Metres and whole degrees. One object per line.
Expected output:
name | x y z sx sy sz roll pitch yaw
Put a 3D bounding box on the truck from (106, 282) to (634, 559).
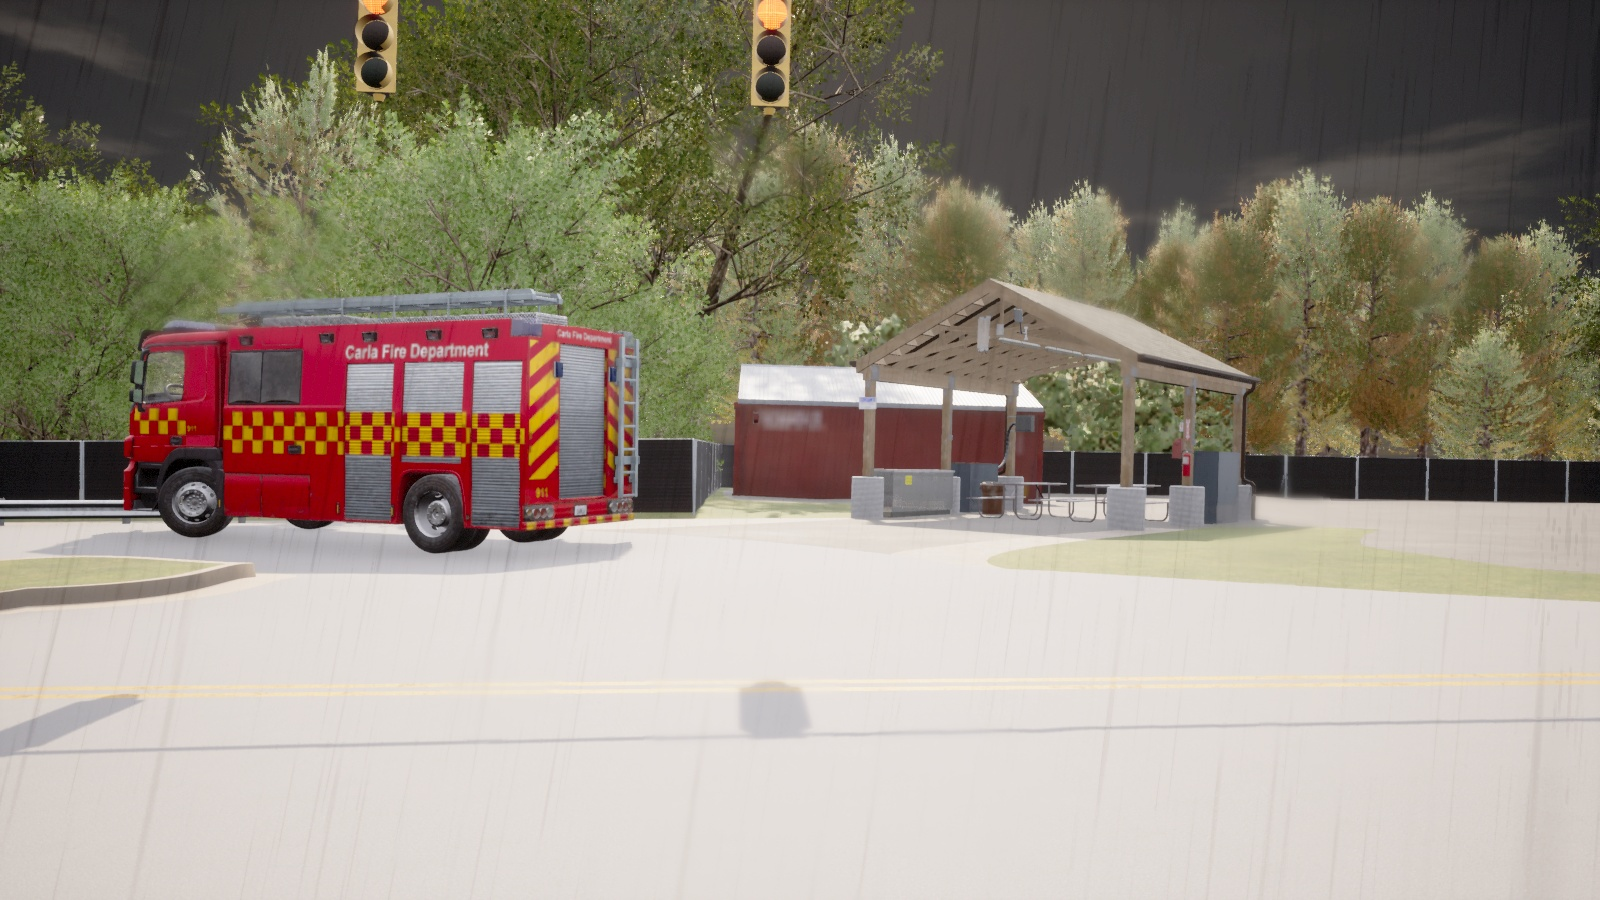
truck | -7.109 -0.474 20.463 8.468 3.827 2.891 1 1 25
